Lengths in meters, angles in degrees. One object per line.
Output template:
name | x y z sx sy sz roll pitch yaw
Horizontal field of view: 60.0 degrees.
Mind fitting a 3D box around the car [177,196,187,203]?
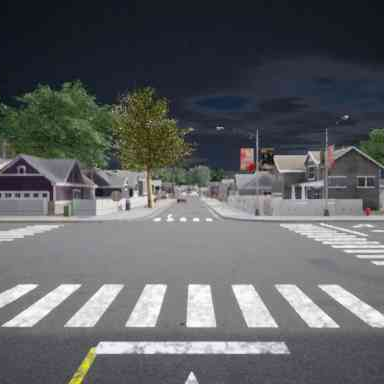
car | -2.122 1.483 69.081 1.882 1.535 5.008 0 0 0
